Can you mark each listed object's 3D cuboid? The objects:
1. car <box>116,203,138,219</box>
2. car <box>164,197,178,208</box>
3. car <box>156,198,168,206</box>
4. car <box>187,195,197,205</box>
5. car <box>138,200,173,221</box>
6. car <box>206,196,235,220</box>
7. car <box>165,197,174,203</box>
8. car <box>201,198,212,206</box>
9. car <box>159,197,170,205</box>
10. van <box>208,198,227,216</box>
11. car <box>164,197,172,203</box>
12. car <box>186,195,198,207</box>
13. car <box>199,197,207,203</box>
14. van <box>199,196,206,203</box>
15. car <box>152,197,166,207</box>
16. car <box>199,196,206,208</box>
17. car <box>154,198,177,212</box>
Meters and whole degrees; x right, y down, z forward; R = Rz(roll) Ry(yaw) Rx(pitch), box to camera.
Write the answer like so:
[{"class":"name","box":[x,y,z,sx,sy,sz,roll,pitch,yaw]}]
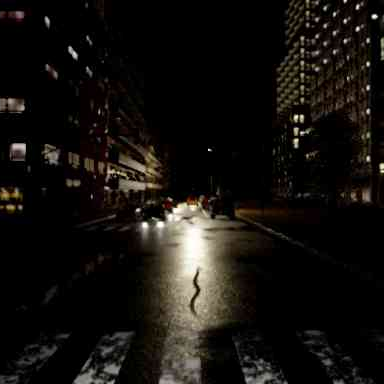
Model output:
[{"class":"car","box":[-5.695,1.697,30.116,2.008,1.369,4.403,0,0,0]},{"class":"car","box":[-3.091,1.858,49.787,1.895,1.301,4.718,0,0,0]},{"class":"car","box":[-5.698,1.921,63.276,1.802,1.307,4.206,0,0,0]},{"class":"car","box":[-0.002,1.604,69.607,2.150,2.045,5.566,0,0,0]},{"class":"car","box":[-3.102,1.690,29.209,2.033,1.411,5.357,0,0,0]},{"class":"car","box":[2.684,1.462,30.118,2.192,1.841,5.009,0,0,0]},{"class":"car","box":[-5.699,2.025,85.381,1.887,1.381,4.507,0,0,0]},{"class":"car","box":[2.682,1.884,63.276,1.887,1.381,4.507,0,0,0]},{"class":"car","box":[-5.699,1.814,68.803,1.967,1.590,4.097,0,0,0]},{"class":"van","box":[2.683,1.518,35.644,1.690,1.788,3.998,0,0,0]},{"class":"car","box":[-5.698,1.968,79.686,1.752,1.417,4.829,0,0,0]},{"class":"car","box":[0.097,1.792,59.131,1.882,1.535,5.008,0,0,0]},{"class":"car","box":[2.682,1.971,80.026,1.752,1.417,4.829,0,0,0]},{"class":"van","box":[2.680,1.822,85.383,1.690,1.788,3.998,0,0,0]},{"class":"car","box":[-5.698,1.746,57.750,1.967,1.590,4.097,0,0,0]},{"class":"car","box":[2.682,1.587,52.224,2.192,1.841,5.009,0,0,0]},{"class":"car","box":[-3.103,1.721,39.086,1.812,1.442,4.674,0,0,0]}]
